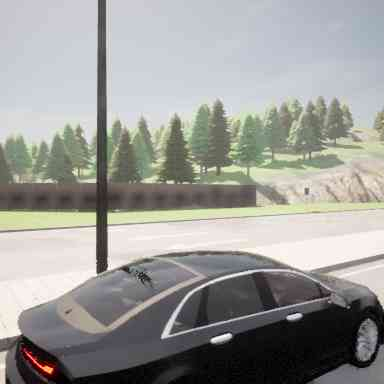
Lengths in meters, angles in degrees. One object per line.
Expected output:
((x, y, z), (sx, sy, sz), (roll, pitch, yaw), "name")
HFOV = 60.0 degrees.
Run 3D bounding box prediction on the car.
((0.510, 1.503, 4.115), (4.892, 1.490, 1.837), (1, 0, -35), "car")
